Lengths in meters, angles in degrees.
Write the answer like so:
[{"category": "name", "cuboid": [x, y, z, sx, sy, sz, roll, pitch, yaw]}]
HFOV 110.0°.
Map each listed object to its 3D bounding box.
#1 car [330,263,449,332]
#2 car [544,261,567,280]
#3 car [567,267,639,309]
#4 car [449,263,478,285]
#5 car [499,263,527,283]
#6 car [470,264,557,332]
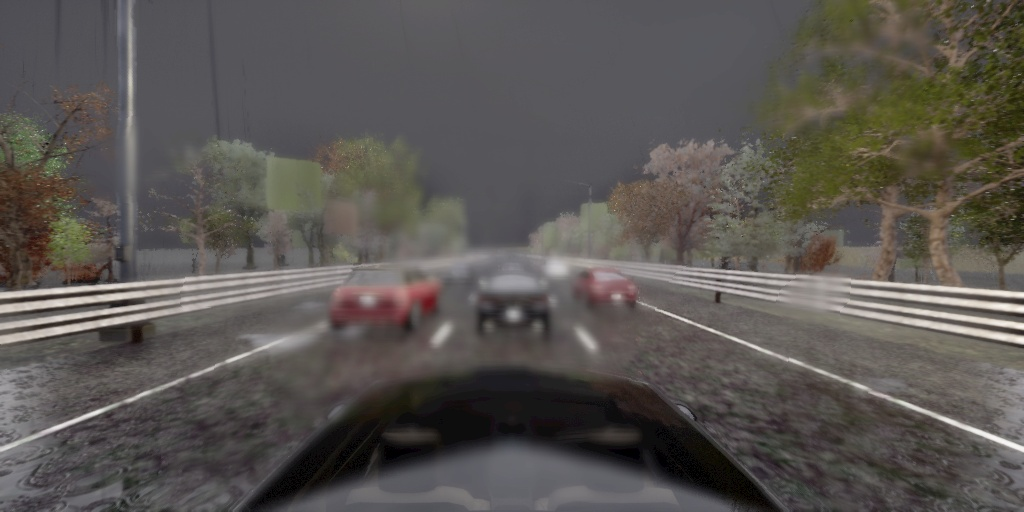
[{"category": "car", "cuboid": [-3.440, 1.057, 10.754, 2.097, 1.767, 4.553, 0, 0, 0]}, {"category": "car", "cuboid": [3.596, 1.137, 29.448, 1.812, 1.442, 4.674, 0, 0, 0]}, {"category": "car", "cuboid": [3.582, 1.211, 14.327, 1.812, 1.442, 4.674, 0, 0, 0]}, {"category": "car", "cuboid": [-3.439, 1.181, 24.766, 2.033, 1.411, 5.357, 0, 0, 1]}, {"category": "car", "cuboid": [0.080, 1.223, 27.048, 1.895, 1.301, 4.718, 0, 0, 0]}, {"category": "car", "cuboid": [0.060, 1.181, 10.748, 1.882, 1.535, 5.008, 0, 0, 0]}]
